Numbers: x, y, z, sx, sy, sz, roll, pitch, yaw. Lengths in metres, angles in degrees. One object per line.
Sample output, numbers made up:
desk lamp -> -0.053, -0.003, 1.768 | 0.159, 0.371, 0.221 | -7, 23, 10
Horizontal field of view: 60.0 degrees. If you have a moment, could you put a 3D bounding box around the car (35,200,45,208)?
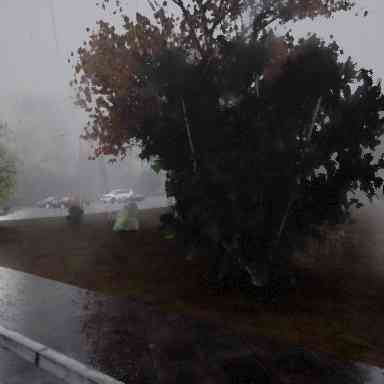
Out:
car -> -18.355, 1.350, 44.435 | 1.837, 1.490, 4.892 | 0, 2, 39

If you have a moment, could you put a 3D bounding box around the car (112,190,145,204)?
car -> -9.172, 0.964, 50.270 | 1.812, 1.442, 4.674 | 0, 3, 39

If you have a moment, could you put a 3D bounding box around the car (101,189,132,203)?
car -> -11.723, 0.658, 52.674 | 2.150, 2.045, 5.566 | 0, 3, 39

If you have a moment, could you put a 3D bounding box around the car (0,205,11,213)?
car -> -21.710, 1.646, 34.668 | 1.895, 1.301, 4.718 | 0, 1, 39

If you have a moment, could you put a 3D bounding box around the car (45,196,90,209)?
car -> -15.498, 1.306, 42.403 | 1.882, 1.535, 5.008 | 0, 2, 39
